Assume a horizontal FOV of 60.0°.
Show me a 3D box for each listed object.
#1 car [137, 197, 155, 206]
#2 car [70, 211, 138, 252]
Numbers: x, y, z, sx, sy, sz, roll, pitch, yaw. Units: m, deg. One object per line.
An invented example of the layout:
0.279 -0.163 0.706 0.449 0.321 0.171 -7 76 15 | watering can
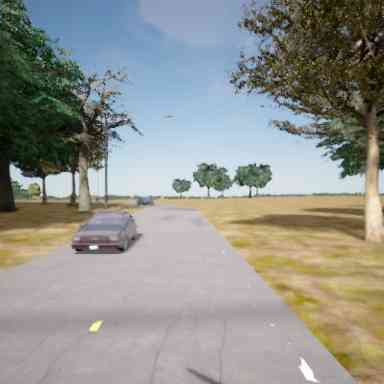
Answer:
-7.859 1.553 55.905 2.033 1.411 5.357 1 0 -23 | car
-3.465 1.536 14.208 2.033 1.411 5.357 0 0 -2 | car
